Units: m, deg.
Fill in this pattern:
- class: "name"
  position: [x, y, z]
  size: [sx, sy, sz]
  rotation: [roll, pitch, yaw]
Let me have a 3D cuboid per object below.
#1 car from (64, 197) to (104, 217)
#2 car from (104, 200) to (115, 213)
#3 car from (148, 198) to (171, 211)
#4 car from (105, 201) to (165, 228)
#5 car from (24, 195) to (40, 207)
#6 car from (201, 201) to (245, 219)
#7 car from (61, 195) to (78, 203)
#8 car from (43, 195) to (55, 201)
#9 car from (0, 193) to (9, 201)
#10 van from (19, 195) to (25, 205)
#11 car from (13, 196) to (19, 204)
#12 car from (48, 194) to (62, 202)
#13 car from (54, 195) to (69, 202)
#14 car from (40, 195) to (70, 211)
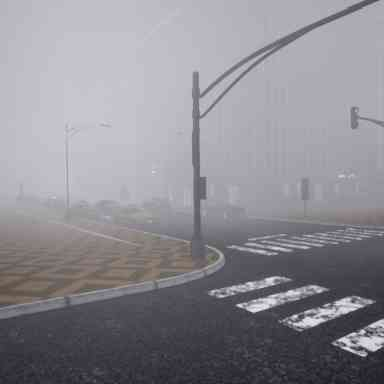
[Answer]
- class: "car"
  position: [-10.440, 1.533, 31.893]
  size: [1.752, 1.417, 4.829]
  rotation: [-1, 1, -36]
- class: "car"
  position: [-8.379, 1.502, 33.523]
  size: [1.812, 1.442, 4.674]
  rotation: [-1, 1, -36]
- class: "car"
  position: [-4.041, 1.328, 36.691]
  size: [1.967, 1.590, 4.097]
  rotation: [-1, 1, -36]
- class: "car"
  position: [-4.019, 1.552, 22.819]
  size: [1.752, 1.417, 4.829]
  rotation: [-1, 1, -36]
- class: "car"
  position: [-23.444, 1.411, 50.127]
  size: [1.967, 1.590, 4.097]
  rotation: [-1, 1, -36]
- class: "car"
  position: [2.496, 1.455, 27.700]
  size: [2.008, 1.369, 4.403]
  rotation: [-1, 1, -36]
- class: "car"
  position: [-23.516, 1.386, 63.752]
  size: [2.008, 1.369, 4.403]
  rotation: [-1, 1, -36]
- class: "car"
  position: [-33.331, 1.331, 77.437]
  size: [1.752, 1.417, 4.829]
  rotation: [-1, 1, -36]
- class: "car"
  position: [-46.111, 1.449, 81.739]
  size: [1.887, 1.381, 4.507]
  rotation: [-1, 1, -36]
- class: "van"
  position: [-26.684, 1.303, 54.642]
  size: [1.690, 1.788, 3.998]
  rotation: [-1, 1, -36]
- class: "car"
  position: [-33.158, 1.494, 63.676]
  size: [2.008, 1.369, 4.403]
  rotation: [-1, 1, -36]
- class: "car"
  position: [-29.994, 1.256, 72.783]
  size: [1.967, 1.590, 4.097]
  rotation: [-1, 1, -36]
- class: "car"
  position: [-26.754, 1.407, 68.268]
  size: [1.802, 1.307, 4.206]
  rotation: [-1, 1, -36]
- class: "car"
  position: [-16.967, 1.429, 41.095]
  size: [1.967, 1.590, 4.097]
  rotation: [-1, 1, -36]
